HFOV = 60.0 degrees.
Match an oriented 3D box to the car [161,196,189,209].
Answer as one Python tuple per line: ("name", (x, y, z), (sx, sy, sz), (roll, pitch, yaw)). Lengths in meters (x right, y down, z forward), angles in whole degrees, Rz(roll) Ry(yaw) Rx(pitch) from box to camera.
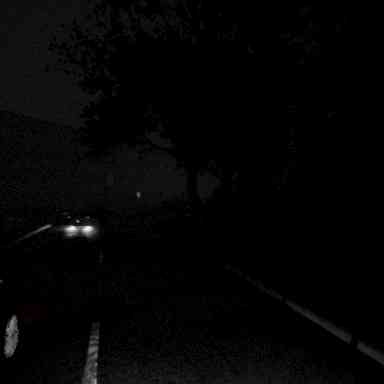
("car", (-2.216, 1.678, 53.006), (5.566, 2.045, 2.435), (0, 0, 24))

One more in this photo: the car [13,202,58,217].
("car", (-16.854, 1.831, 36.027), (2.128, 1.511, 4.902), (0, 0, 25))

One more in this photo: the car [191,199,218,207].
("car", (2.394, 2.055, 63.323), (4.674, 1.452, 2.002), (0, 0, 24))

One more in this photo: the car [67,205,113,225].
("car", (-7.899, 1.747, 26.395), (2.033, 1.411, 5.357), (0, -1, 6))

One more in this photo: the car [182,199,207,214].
("car", (0.935, 1.910, 40.999), (1.812, 1.442, 4.674), (0, -1, 24))

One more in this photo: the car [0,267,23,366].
("car", (-3.016, 1.511, 2.898), (1.837, 1.490, 4.892), (0, 0, -11))
